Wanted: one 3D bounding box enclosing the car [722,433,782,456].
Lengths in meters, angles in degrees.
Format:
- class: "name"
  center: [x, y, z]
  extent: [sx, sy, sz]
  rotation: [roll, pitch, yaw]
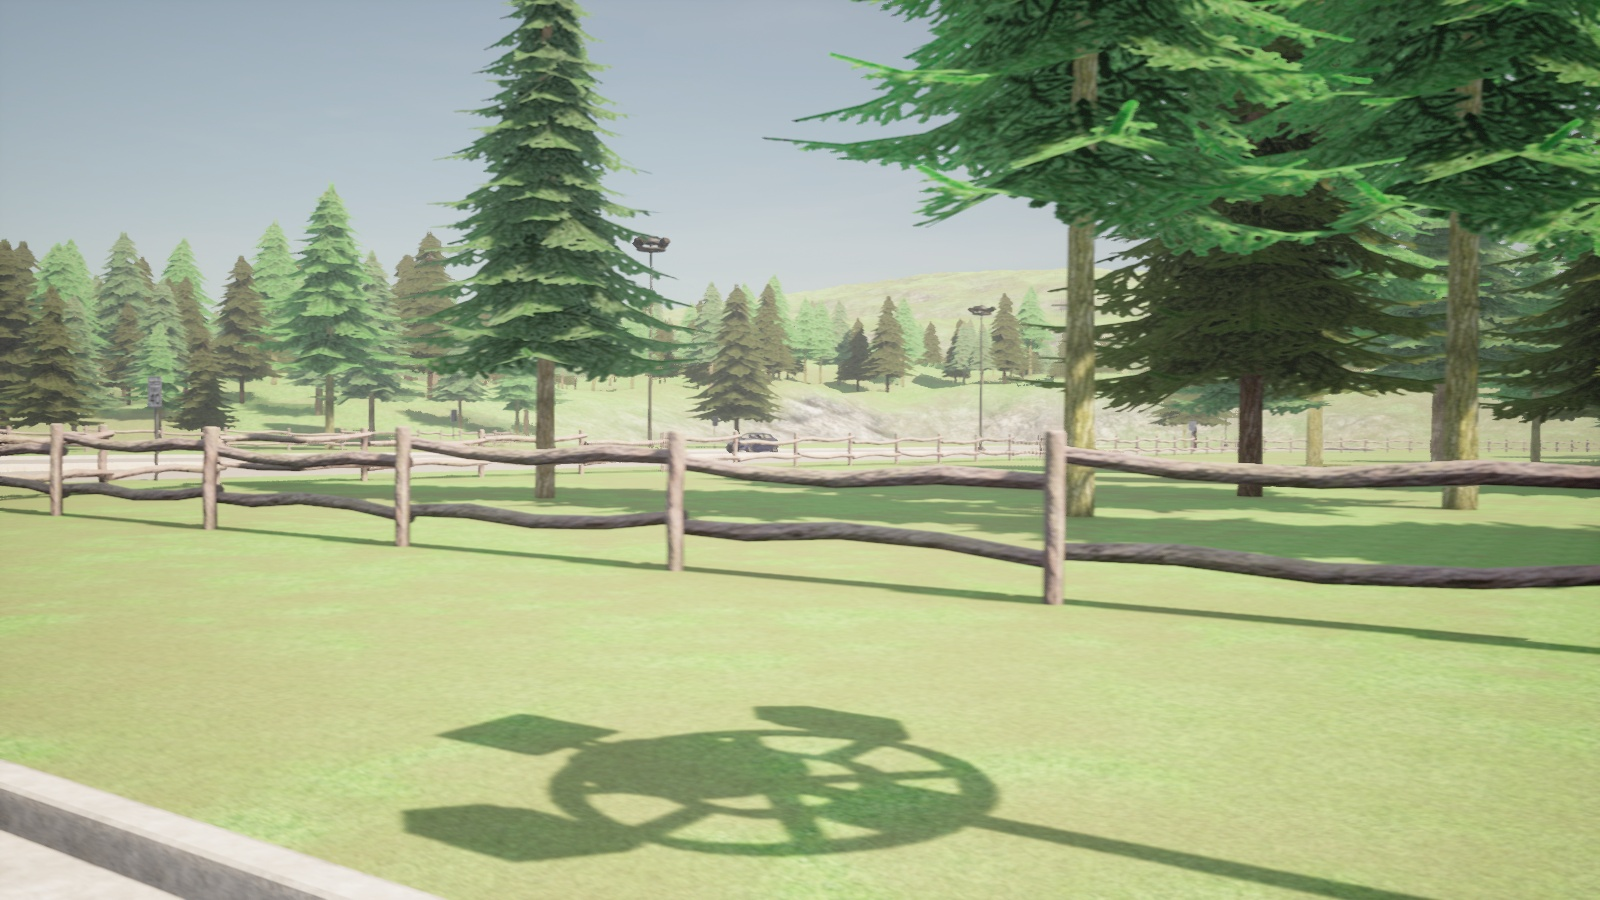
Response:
- class: "car"
  center: [-3.179, -0.373, 84.062]
  extent: [1.816, 1.474, 4.193]
  rotation: [0, 1, 34]
